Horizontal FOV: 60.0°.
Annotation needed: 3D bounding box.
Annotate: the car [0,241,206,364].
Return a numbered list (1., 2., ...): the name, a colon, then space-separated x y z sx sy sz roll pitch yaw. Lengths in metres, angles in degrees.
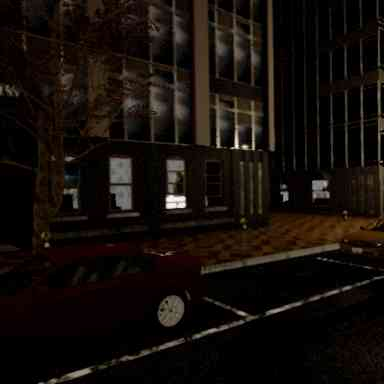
1. car: -1.869 1.537 5.240 4.507 1.381 1.887 0 -1 -35

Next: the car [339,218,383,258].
1. car: 7.008 1.453 11.565 4.829 1.417 1.752 0 -1 -35
